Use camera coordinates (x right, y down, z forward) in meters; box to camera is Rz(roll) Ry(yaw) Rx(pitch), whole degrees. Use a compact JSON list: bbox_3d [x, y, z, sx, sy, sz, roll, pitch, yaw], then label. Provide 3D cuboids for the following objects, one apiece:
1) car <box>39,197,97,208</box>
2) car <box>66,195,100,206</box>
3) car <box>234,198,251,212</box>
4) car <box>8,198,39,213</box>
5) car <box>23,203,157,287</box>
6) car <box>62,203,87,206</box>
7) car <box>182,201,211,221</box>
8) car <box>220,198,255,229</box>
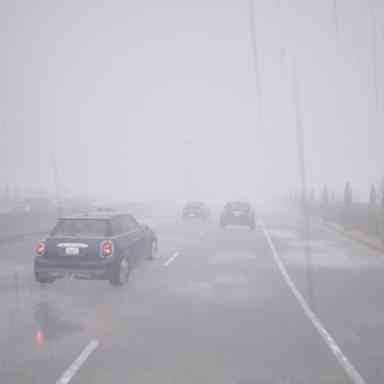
[{"bbox_3d":[-10.278,1.319,27.997,2.097,1.767,4.553,0,0,10],"label":"car"},{"bbox_3d":[-14.529,1.109,44.616,2.033,1.411,5.357,0,0,10],"label":"car"},{"bbox_3d":[6.038,1.490,39.708,1.882,1.535,5.008,0,0,10],"label":"car"},{"bbox_3d":[-13.684,1.309,28.830,2.097,1.767,4.553,0,0,10],"label":"car"},{"bbox_3d":[-2.437,1.344,9.584,2.097,1.767,4.553,0,0,7],"label":"car"},{"bbox_3d":[-4.842,1.489,17.175,1.837,1.490,4.892,0,0,9],"label":"car"},{"bbox_3d":[0.406,1.503,27.424,1.837,1.490,4.892,0,0,10],"label":"car"},{"bbox_3d":[3.030,1.358,21.899,2.097,1.767,4.553,0,0,9],"label":"car"}]
